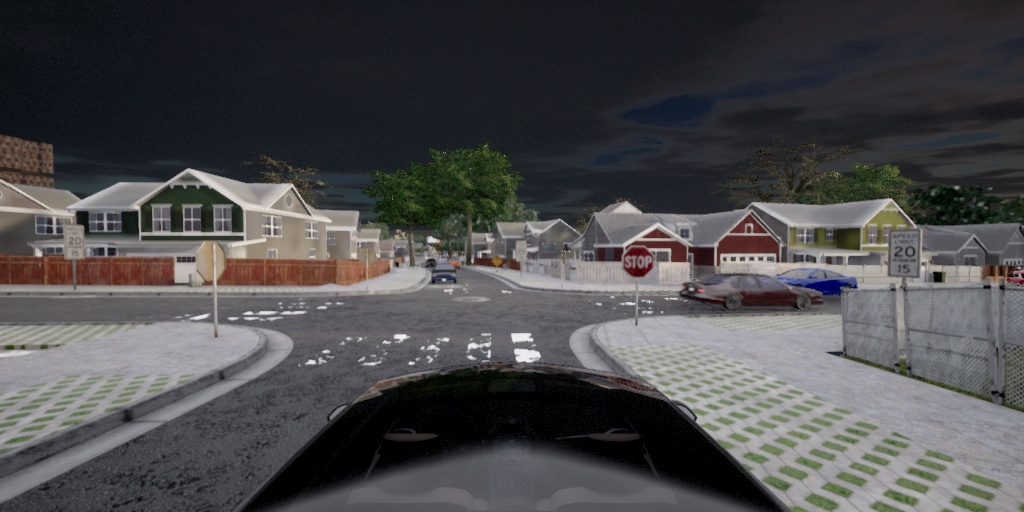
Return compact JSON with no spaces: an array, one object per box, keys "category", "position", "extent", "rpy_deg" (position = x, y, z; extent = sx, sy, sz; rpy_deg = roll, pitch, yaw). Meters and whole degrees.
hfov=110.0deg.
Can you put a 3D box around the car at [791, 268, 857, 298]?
[{"category":"car","position":[15.250,1.378,18.618],"extent":[5.008,1.535,1.882],"rpy_deg":[1,1,-12]}]

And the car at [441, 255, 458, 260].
[{"category":"car","position":[-9.551,1.035,56.810],"extent":[2.097,1.767,4.553],"rpy_deg":[0,0,-17]}]

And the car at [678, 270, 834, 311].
[{"category":"car","position":[9.807,1.441,14.873],"extent":[5.357,1.411,2.033],"rpy_deg":[1,1,-6]}]

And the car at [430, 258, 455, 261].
[{"category":"car","position":[-8.180,1.263,41.920],"extent":[2.033,1.411,5.357],"rpy_deg":[0,0,-14]}]

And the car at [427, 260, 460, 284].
[{"category":"car","position":[-5.135,1.277,27.391],"extent":[2.033,1.411,5.357],"rpy_deg":[0,0,-10]}]

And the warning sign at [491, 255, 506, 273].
[{"category":"warning sign","position":[-1.591,0.810,37.818],"extent":[1.300,1.860,1.060],"rpy_deg":[0,0,-13]}]

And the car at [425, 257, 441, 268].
[{"category":"car","position":[-13.622,1.218,60.391],"extent":[1.837,1.490,4.892],"rpy_deg":[0,0,-17]}]

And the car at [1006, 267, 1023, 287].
[{"category":"car","position":[35.824,1.357,23.739],"extent":[5.566,2.045,2.150],"rpy_deg":[1,1,-16]}]
